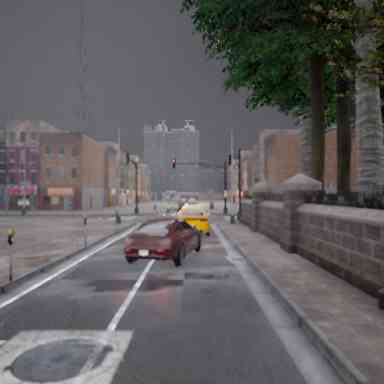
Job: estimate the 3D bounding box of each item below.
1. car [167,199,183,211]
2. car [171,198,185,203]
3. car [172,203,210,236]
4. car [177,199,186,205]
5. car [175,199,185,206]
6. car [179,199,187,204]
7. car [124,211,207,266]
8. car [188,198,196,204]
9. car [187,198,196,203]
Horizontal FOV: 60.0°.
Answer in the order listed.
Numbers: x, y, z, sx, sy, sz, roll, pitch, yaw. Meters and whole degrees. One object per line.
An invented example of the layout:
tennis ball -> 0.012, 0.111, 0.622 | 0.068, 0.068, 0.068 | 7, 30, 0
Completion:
car -> -2.601, 2.013, 46.256 | 1.752, 1.417, 4.829 | 0, -1, 0
car -> -2.596, 1.864, 51.880 | 2.192, 1.841, 5.009 | 0, -1, 0
car -> 0.062, 1.686, 19.949 | 1.882, 1.535, 5.008 | 0, -1, 0
car -> -2.573, 2.396, 79.136 | 2.008, 1.369, 4.403 | 0, -1, 0
car -> -2.578, 2.352, 73.684 | 1.947, 1.339, 4.313 | 0, -1, 0
car -> -2.559, 2.576, 95.492 | 2.008, 1.369, 4.403 | 0, -1, 0
car -> -0.892, 1.652, 12.076 | 1.812, 1.442, 4.674 | 0, -1, 14
car -> 0.074, 2.339, 87.397 | 1.994, 1.385, 4.181 | 0, -1, 0
car -> 0.065, 2.415, 77.420 | 1.895, 1.301, 4.718 | 0, -1, 0
